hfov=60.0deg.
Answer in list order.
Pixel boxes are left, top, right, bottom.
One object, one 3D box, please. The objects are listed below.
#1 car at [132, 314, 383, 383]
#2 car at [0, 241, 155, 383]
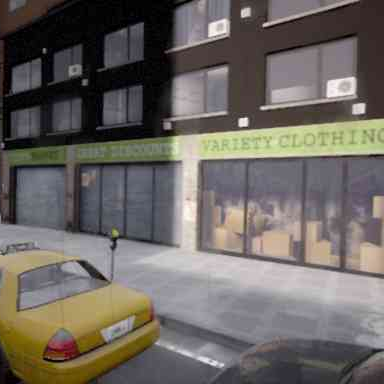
[{"bbox_3d":[2.012,1.560,1.674,4.403,1.369,2.008,1,1,35],"label":"car"},{"bbox_3d":[-2.698,1.426,4.980,4.829,1.417,1.752,1,1,35],"label":"car"}]
